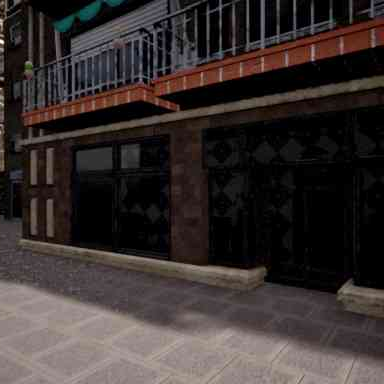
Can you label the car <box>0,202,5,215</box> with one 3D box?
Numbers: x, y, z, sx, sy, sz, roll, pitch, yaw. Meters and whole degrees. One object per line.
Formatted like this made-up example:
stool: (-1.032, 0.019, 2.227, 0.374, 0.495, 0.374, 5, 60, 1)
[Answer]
car: (-19.362, 1.316, 30.038, 1.967, 1.590, 4.097, 0, 1, 36)
